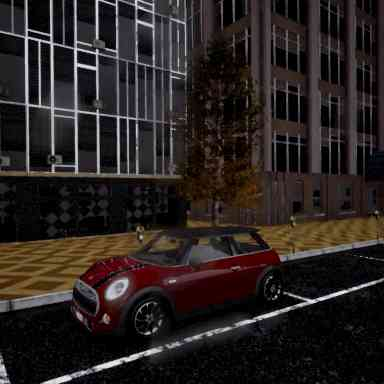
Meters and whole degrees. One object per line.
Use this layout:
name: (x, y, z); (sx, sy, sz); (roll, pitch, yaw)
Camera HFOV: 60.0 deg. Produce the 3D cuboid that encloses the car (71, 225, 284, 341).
car: (-0.156, 1.439, 6.429); (4.097, 1.590, 1.967); (0, -1, -35)
